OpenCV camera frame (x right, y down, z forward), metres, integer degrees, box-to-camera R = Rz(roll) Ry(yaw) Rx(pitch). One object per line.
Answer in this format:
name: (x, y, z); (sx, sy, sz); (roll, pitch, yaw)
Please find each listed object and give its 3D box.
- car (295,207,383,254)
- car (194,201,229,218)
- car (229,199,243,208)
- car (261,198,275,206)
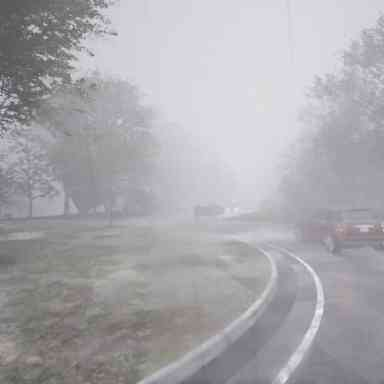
car: (5.982, 1.382, 13.852); (2.097, 1.767, 4.553); (-1, 0, -3)
car: (1.848, 1.754, 34.029); (1.882, 1.535, 5.008); (-2, -1, 23)
car: (7.098, 1.899, 54.908); (1.812, 1.442, 4.674); (-1, -1, 24)
car: (14.121, 1.797, 62.017); (1.882, 1.535, 5.008); (-1, 0, 24)
